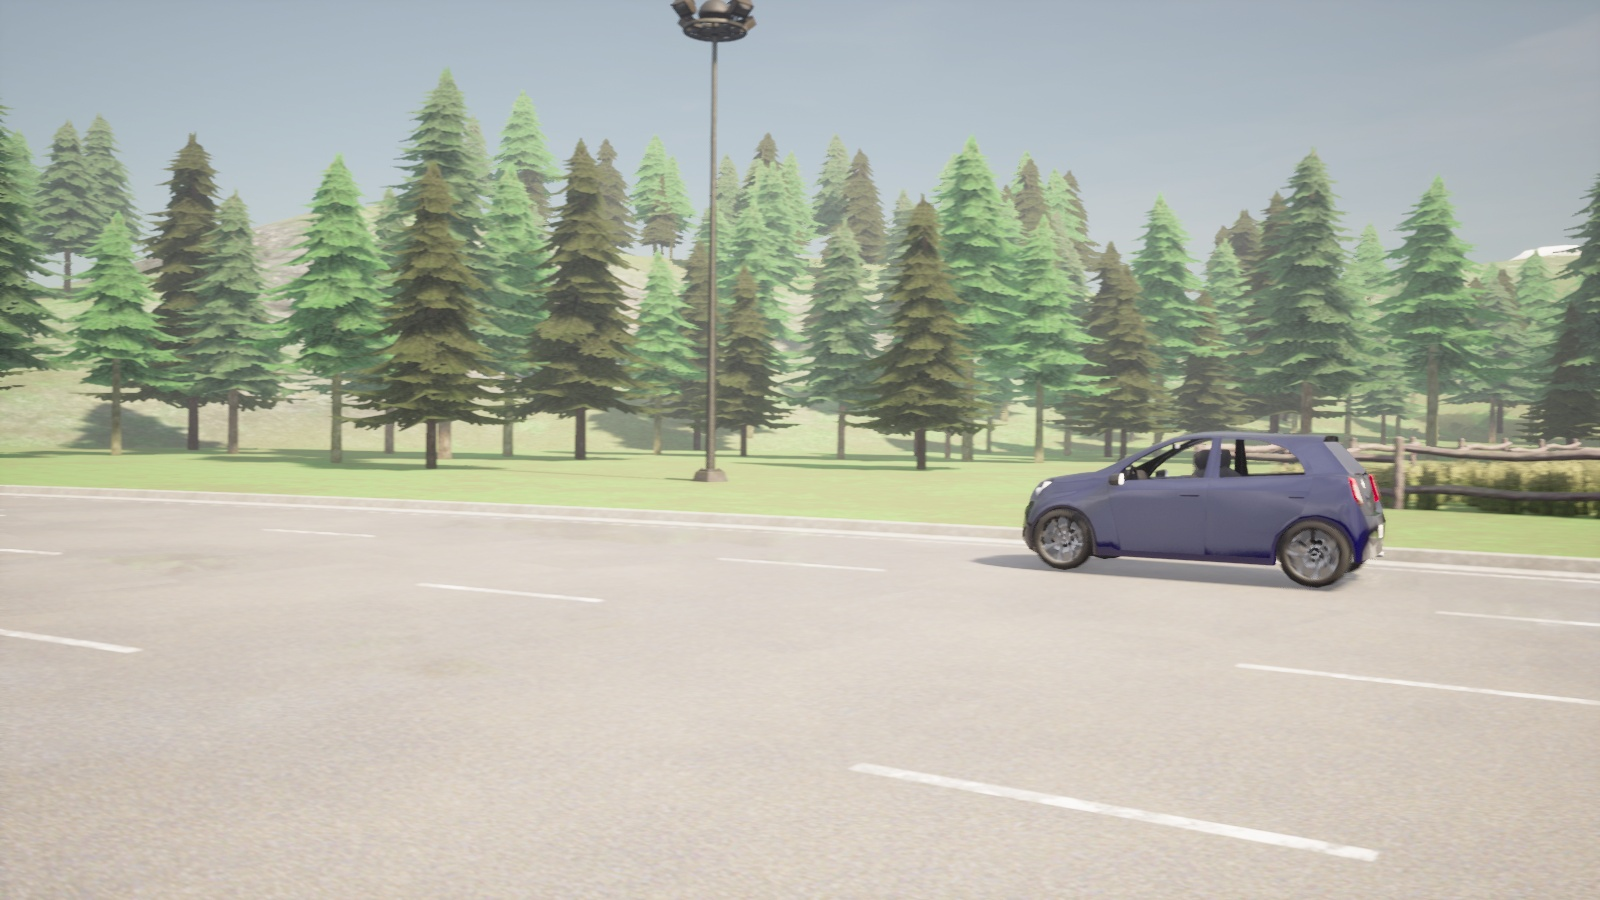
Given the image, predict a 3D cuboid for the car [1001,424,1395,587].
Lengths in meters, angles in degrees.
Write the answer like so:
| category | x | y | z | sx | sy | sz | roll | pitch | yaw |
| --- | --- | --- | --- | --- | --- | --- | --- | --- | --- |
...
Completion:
| category | x | y | z | sx | sy | sz | roll | pitch | yaw |
| --- | --- | --- | --- | --- | --- | --- | --- | --- | --- |
| car | 4.196 | 0.500 | 13.301 | 3.633 | 1.501 | 1.845 | 0 | 1 | 32 |
